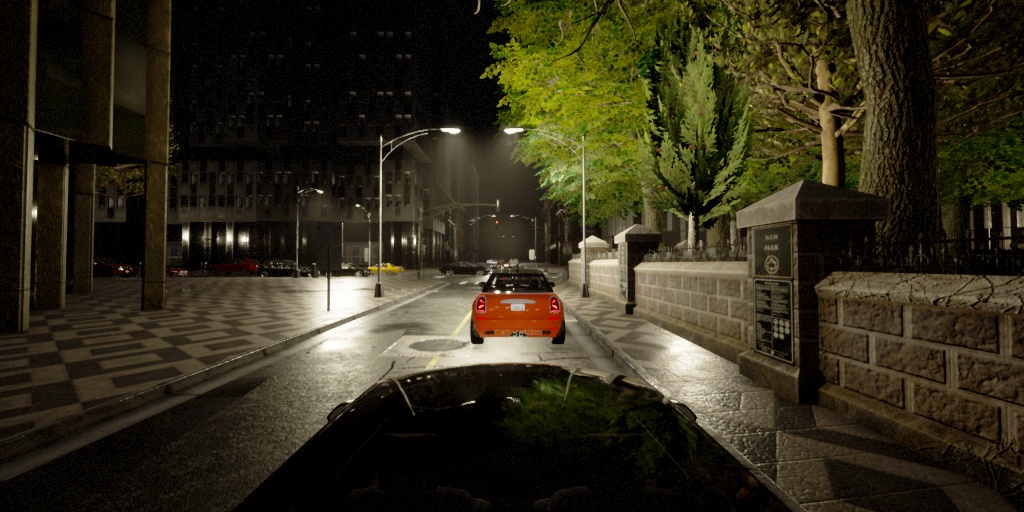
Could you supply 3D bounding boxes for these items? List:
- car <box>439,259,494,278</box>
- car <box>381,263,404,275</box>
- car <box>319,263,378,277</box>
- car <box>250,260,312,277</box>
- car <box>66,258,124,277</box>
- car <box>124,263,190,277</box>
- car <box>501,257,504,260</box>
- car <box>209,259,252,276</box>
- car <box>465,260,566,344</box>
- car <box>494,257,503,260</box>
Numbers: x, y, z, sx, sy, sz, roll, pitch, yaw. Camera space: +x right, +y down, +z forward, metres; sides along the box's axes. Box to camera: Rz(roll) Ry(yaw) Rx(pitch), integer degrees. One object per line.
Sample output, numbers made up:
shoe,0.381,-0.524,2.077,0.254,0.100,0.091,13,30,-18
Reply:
car,-4.428,1.281,34.067,4.902,1.511,2.128,0,-1,1
car,-14.588,1.425,40.029,4.829,1.417,1.751,0,0,1
car,-14.497,1.266,31.504,4.403,1.370,2.007,0,0,1
car,-20.010,1.289,31.561,4.313,1.339,1.948,0,0,1
car,-36.548,1.061,31.732,5.009,1.841,2.192,0,0,1
car,-31.035,1.320,31.675,4.207,1.307,1.802,0,0,1
car,-2.792,1.368,61.162,1.837,1.490,4.892,0,0,1
car,-30.954,1.236,40.198,5.009,1.841,2.192,0,0,1
car,0.132,1.107,9.723,2.097,1.767,4.553,0,0,0
car,-2.858,1.324,50.787,2.128,1.511,4.902,0,0,0
